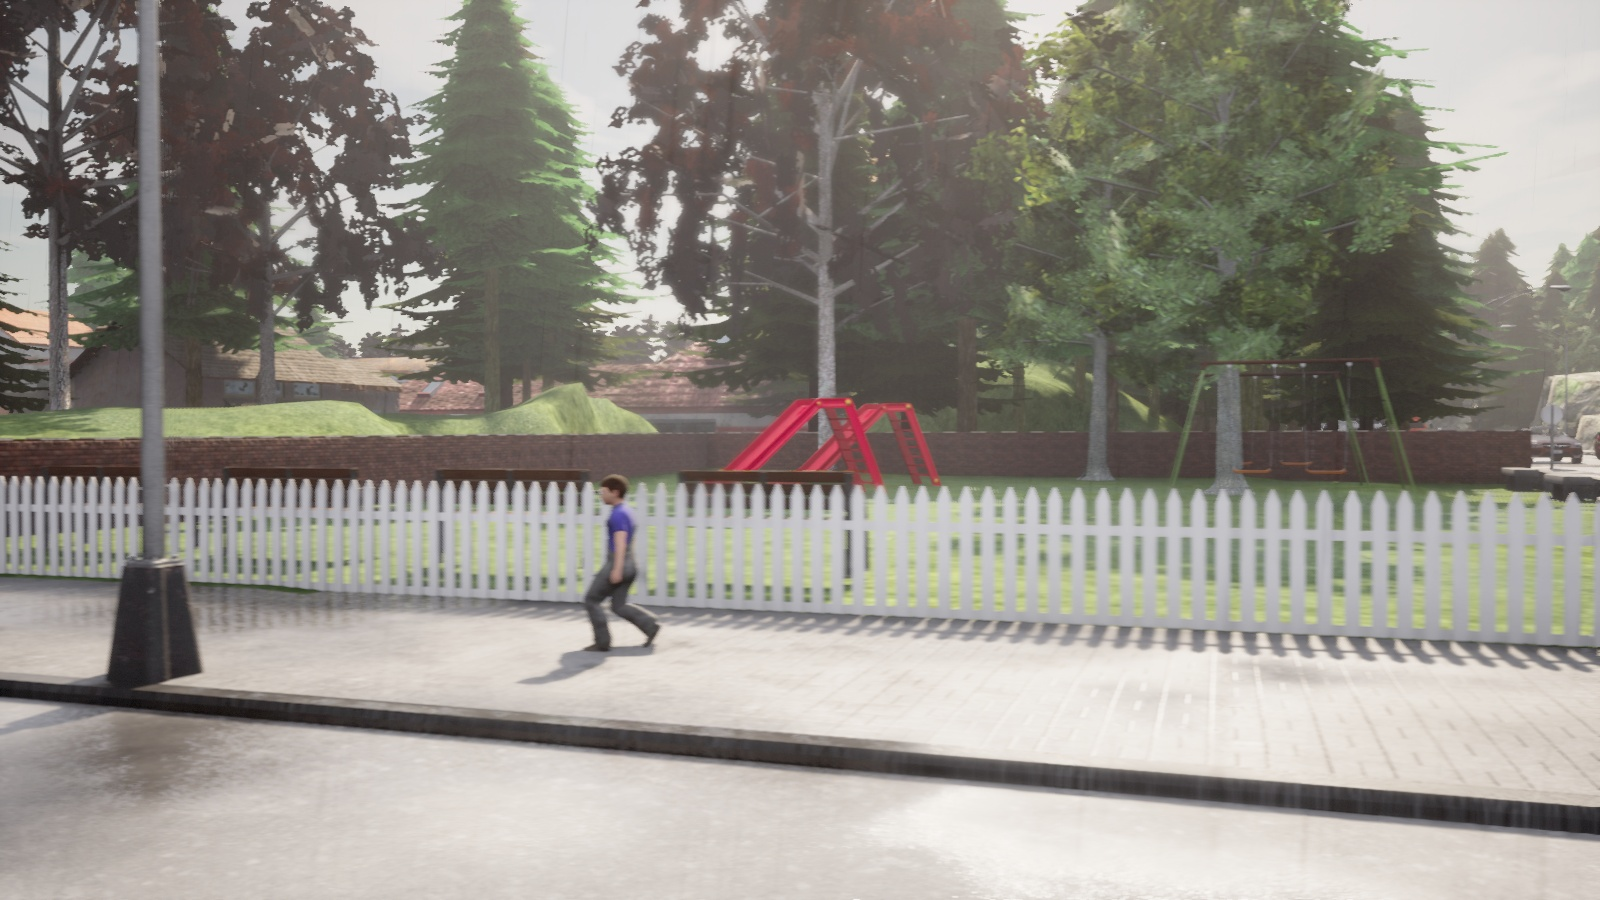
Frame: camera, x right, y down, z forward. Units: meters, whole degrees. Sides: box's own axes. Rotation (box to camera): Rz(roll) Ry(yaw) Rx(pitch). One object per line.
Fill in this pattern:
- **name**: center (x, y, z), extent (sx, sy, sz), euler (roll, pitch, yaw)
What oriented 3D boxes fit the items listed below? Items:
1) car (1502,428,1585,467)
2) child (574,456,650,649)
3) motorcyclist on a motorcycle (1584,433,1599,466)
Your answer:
- **car**: center (32.932, -0.156, 55.742), extent (2.152, 1.651, 5.027), euler (1, 1, 19)
- **child**: center (-1.258, 0.677, 8.424), extent (0.437, 1.263, 0.270), euler (0, 1, 10)
- **motorcyclist on a motorcycle**: center (39.041, -0.047, 61.338), extent (0.866, 1.590, 1.817), euler (1, 1, 19)
